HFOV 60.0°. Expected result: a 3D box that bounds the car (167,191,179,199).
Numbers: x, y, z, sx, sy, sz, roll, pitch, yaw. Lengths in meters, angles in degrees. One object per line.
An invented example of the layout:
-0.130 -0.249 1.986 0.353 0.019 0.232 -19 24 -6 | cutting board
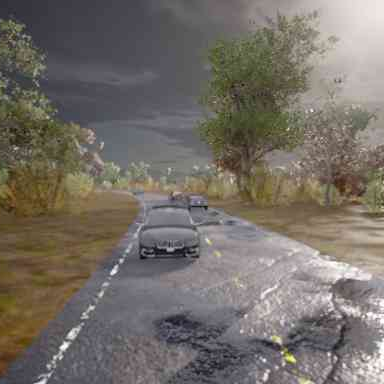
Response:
-2.100 0.557 45.226 1.812 1.442 4.674 0 1 -11 | car

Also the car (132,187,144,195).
-11.814 -0.217 72.704 2.097 1.767 4.553 0 1 -16 | car

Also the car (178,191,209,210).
0.269 0.893 30.826 2.033 1.411 5.357 0 1 -8 | car

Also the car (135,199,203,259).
-0.799 1.250 11.602 1.837 1.490 4.892 0 2 -5 | car
